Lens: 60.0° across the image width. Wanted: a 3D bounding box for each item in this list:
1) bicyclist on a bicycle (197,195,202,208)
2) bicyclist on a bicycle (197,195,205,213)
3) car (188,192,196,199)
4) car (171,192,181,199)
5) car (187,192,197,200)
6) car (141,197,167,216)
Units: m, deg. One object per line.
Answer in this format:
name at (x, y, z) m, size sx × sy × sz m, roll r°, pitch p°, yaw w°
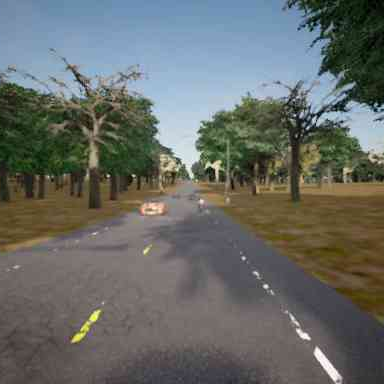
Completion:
bicyclist on a bicycle at (0.963, 1.272, 42.912) m, size 0.582 × 1.620 × 1.656 m, roll 0°, pitch 0°, yaw 0°
bicyclist on a bicycle at (0.983, 1.349, 34.215) m, size 0.866 × 1.612 × 1.509 m, roll 0°, pitch 0°, yaw 0°
car at (-0.001, 0.717, 77.821) m, size 1.837 × 1.490 × 4.892 m, roll 0°, pitch 1°, yaw 0°
car at (-3.501, 0.764, 73.979) m, size 1.994 × 1.385 × 4.181 m, roll 0°, pitch 1°, yaw 0°
car at (0.037, 0.887, 68.274) m, size 2.128 × 1.511 × 4.902 m, roll 0°, pitch 1°, yaw 1°
car at (-3.594, 1.281, 31.765) m, size 2.097 × 1.767 × 4.553 m, roll 0°, pitch 0°, yaw 0°
